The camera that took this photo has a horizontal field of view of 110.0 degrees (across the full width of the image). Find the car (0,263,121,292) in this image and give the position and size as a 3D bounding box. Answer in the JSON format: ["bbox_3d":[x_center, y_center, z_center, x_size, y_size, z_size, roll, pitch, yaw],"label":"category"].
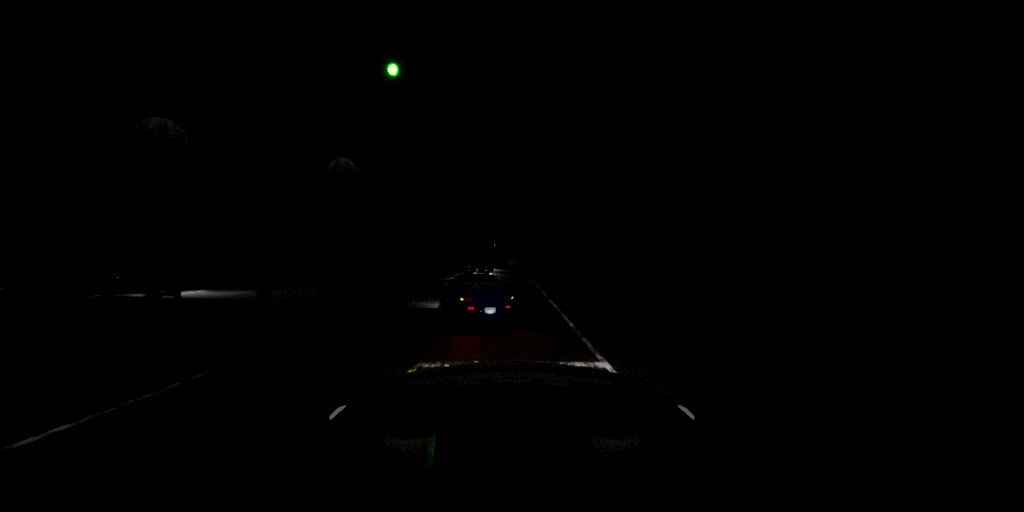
[{"bbox_3d":[-23.120,1.103,18.411,4.902,1.511,2.128,1,0,-1],"label":"car"}]

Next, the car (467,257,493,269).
[{"bbox_3d":[-3.594,1.076,39.778,2.150,2.045,5.566,0,0,0],"label":"car"}]

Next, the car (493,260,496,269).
[{"bbox_3d":[-3.575,1.476,49.550,1.895,1.301,4.718,0,0,0],"label":"car"}]

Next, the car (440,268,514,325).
[{"bbox_3d":[-1.261,1.308,11.964,1.812,1.442,4.674,0,0,-17],"label":"car"}]
